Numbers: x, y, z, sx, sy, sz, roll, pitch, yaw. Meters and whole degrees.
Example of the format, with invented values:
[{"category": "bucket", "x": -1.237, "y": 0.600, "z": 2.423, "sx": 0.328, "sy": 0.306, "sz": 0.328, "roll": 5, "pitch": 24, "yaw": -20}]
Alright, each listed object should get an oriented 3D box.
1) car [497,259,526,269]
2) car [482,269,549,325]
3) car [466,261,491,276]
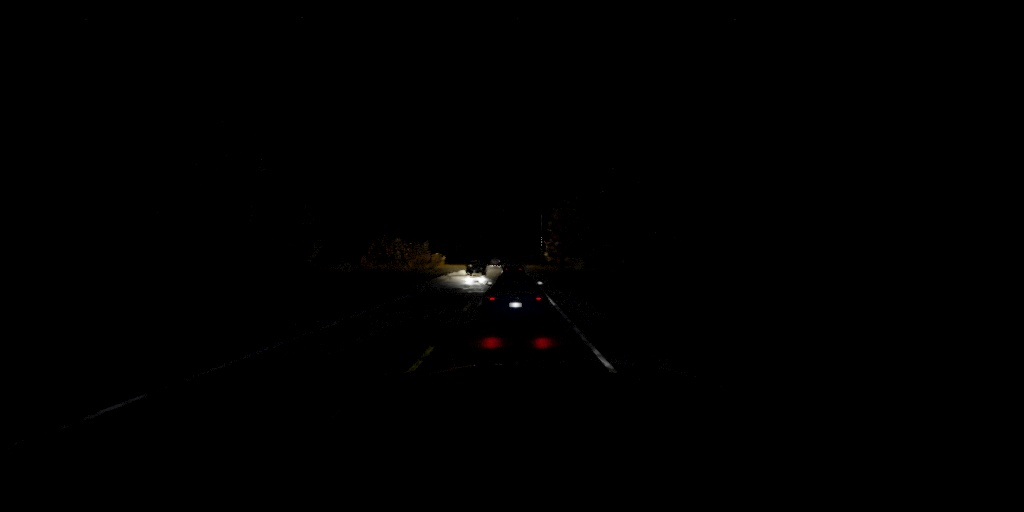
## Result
[{"category": "car", "x": 0.100, "y": 1.239, "z": 29.513, "sx": 2.128, "sy": 1.511, "sz": 4.902, "roll": 0, "pitch": 0, "yaw": 0}, {"category": "car", "x": 0.099, "y": 1.314, "z": 11.852, "sx": 1.994, "sy": 1.385, "sz": 4.181, "roll": 0, "pitch": 0, "yaw": 0}, {"category": "car", "x": -3.593, "y": 1.237, "z": 36.742, "sx": 2.128, "sy": 1.511, "sz": 4.902, "roll": 0, "pitch": 0, "yaw": 0}]
